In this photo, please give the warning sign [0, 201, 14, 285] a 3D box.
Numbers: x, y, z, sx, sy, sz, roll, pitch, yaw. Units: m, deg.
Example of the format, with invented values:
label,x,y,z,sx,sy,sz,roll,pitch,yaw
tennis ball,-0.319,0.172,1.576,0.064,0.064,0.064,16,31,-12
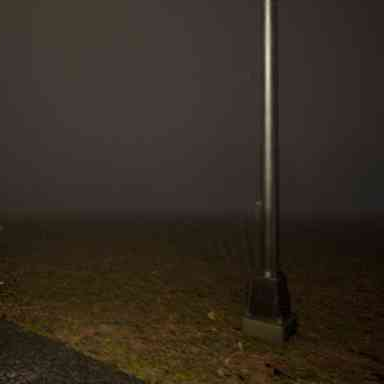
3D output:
label,x,y,z,sx,sy,sz,roll,pitch,yaw
warning sign,-4.909,1.139,7.430,1.060,1.860,1.300,0,0,35
